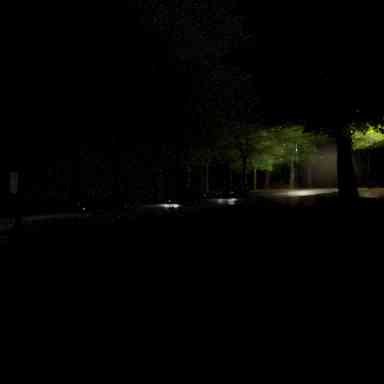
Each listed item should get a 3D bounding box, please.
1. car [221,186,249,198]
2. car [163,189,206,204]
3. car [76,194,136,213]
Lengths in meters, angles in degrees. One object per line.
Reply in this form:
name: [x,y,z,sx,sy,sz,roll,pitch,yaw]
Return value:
car: [5.634,-0.048,43.136,1.882,1.535,5.008,-1,2,38]
car: [-0.655,0.417,34.997,2.033,1.411,5.357,-1,2,37]
car: [-6.866,0.872,26.921,1.895,1.301,4.718,-1,2,37]
